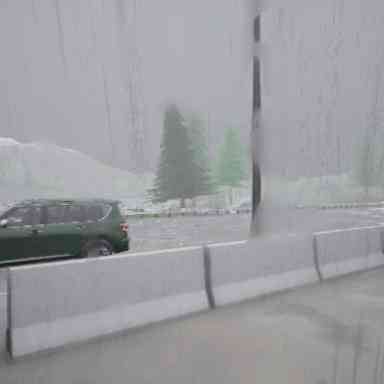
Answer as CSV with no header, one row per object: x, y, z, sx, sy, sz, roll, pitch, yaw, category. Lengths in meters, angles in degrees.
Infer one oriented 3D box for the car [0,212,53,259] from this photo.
-7.521,1.525,11.523,4.674,1.442,1.812,0,0,-35,car

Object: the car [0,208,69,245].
-8.603,1.547,15.052,5.357,1.411,2.033,0,0,-36,car

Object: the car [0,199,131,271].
-4.493,1.224,9.384,5.566,2.045,2.150,0,0,-35,car

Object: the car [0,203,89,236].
-8.724,1.493,19.259,4.902,1.511,2.128,0,0,-35,car
